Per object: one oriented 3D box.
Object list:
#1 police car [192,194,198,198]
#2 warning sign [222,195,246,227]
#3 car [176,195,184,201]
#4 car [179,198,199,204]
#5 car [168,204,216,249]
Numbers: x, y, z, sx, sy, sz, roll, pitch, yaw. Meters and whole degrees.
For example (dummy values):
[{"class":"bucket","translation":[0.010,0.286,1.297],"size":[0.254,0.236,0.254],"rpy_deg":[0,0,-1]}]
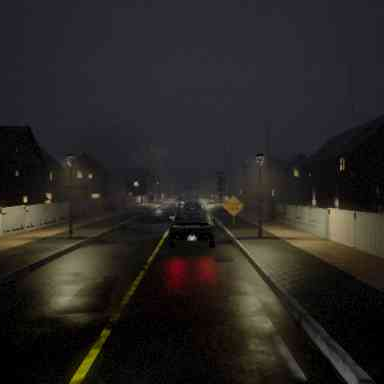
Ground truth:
[{"class":"police car","translation":[0.825,1.388,95.127],"size":[1.930,1.638,5.238],"rpy_deg":[0,0,0]},{"class":"warning sign","translation":[2.502,1.120,20.025],"size":[1.300,1.860,1.060],"rpy_deg":[-1,-1,0]},{"class":"car","translation":[-2.750,1.400,75.930],"size":[1.812,1.442,4.674],"rpy_deg":[0,0,0]},{"class":"car","translation":[0.000,1.568,29.655],"size":[2.033,1.411,5.357],"rpy_deg":[0,0,0]},{"class":"car","translation":[0.000,1.499,14.653],"size":[2.128,1.511,4.902],"rpy_deg":[0,0,0]}]
